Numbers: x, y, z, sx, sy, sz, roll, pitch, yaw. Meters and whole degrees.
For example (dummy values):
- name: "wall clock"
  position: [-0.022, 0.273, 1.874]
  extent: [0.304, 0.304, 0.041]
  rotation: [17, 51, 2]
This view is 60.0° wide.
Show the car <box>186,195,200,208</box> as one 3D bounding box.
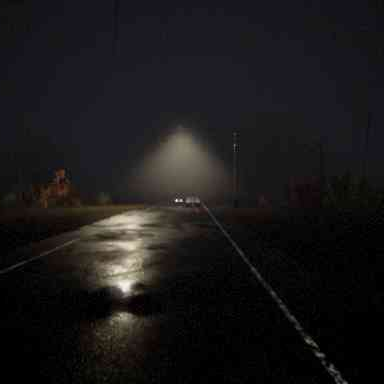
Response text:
- name: "car"
  position: [0.119, 1.398, 44.919]
  extent: [1.895, 1.301, 4.718]
  rotation: [0, 0, 0]

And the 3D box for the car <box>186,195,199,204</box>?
- name: "car"
  position: [0.027, 1.234, 57.399]
  extent: [2.128, 1.511, 4.902]
  rotation: [0, 0, 0]

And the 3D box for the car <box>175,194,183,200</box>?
- name: "car"
  position: [-3.247, 1.152, 83.627]
  extent: [2.128, 1.511, 4.902]
  rotation: [0, 0, 1]
